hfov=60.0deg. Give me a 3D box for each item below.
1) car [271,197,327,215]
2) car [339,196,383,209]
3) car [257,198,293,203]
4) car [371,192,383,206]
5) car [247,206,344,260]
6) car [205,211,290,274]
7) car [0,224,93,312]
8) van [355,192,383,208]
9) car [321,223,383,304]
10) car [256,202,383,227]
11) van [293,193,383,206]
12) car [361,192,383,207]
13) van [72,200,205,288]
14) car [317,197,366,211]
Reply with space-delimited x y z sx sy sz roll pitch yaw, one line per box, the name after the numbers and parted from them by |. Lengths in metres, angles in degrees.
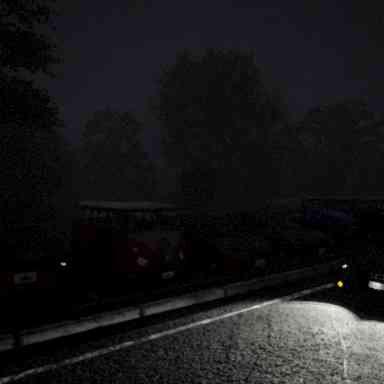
10.820 1.337 34.078 1.946 1.575 5.366 0 0 -36 | car
21.893 1.273 42.453 1.946 1.575 5.366 0 0 -36 | car
8.450 1.354 32.618 2.231 1.521 4.892 0 0 -36 | car
28.790 0.981 47.121 2.435 2.045 5.566 0 0 -36 | car
2.699 1.457 12.383 2.163 1.488 4.792 0 0 -36 | car
0.419 1.470 10.752 2.163 1.488 4.792 0 0 -36 | car
-4.175 1.496 7.539 2.163 1.488 4.792 0 0 -36 | car
24.189 1.038 44.010 1.878 1.987 4.442 0 0 -36 | van
4.998 1.524 7.248 4.181 1.385 1.994 0 0 -35 | car
4.966 1.415 14.033 2.097 1.535 5.008 0 0 -36 | car
7.310 1.176 15.572 1.878 1.987 4.442 0 0 -36 | van
26.499 0.999 45.553 2.435 2.045 5.566 0 0 -36 | car
-1.811 1.228 9.050 1.878 1.987 4.442 0 0 -36 | van
17.502 1.331 39.049 2.163 1.488 4.792 0 0 -36 | car
